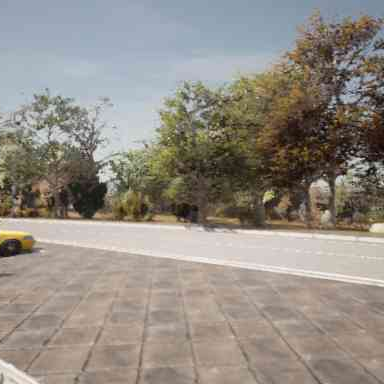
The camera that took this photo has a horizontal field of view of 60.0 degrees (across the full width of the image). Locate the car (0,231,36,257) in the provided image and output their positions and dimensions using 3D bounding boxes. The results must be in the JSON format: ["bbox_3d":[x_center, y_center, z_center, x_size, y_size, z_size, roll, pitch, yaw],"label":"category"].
[{"bbox_3d":[-8.105,1.627,11.166,1.946,1.575,5.366,-2,-1,36],"label":"car"}]
